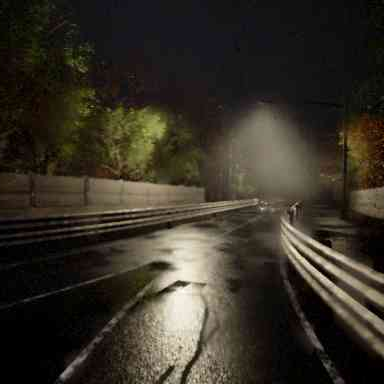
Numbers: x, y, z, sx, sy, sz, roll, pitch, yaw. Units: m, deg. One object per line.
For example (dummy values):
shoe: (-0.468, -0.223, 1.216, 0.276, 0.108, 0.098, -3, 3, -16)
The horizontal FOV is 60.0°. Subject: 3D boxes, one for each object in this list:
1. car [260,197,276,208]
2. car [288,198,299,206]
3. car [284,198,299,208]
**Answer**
car: (12.281, 1.593, 53.368, 2.097, 1.767, 4.553, 1, 0, 20)
car: (19.817, 1.964, 64.976, 1.812, 1.442, 4.674, 1, -1, 19)
car: (16.424, 1.806, 55.238, 1.882, 1.535, 5.008, 1, 0, 19)
